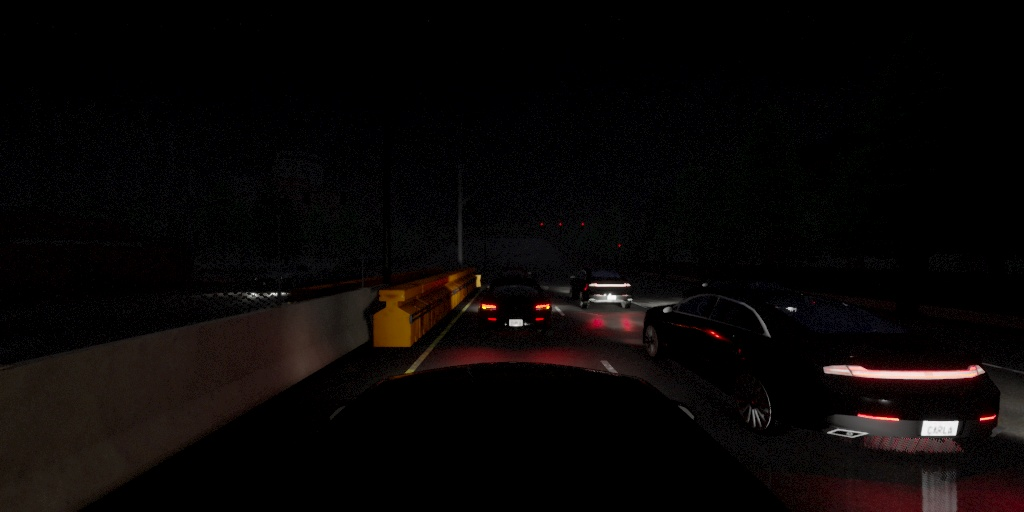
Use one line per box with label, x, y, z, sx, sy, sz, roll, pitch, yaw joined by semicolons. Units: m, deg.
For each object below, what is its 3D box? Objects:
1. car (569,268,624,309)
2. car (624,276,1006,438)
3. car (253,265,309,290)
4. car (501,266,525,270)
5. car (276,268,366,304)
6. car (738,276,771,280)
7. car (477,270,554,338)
car;3.560;1.241;14.972;2.128;1.511;4.902;0;0;2
car;3.596;1.242;5.452;2.128;1.511;4.902;0;0;0
car;-14.047;1.313;22.642;1.812;1.442;4.674;0;0;0
car;0.061;1.276;19.102;1.812;1.442;4.674;0;0;0
car;-7.097;1.314;14.509;1.994;1.385;4.181;0;0;0
car;7.083;1.314;11.176;1.994;1.385;4.181;0;0;0
car;0.078;1.276;10.037;1.812;1.442;4.674;0;0;0
